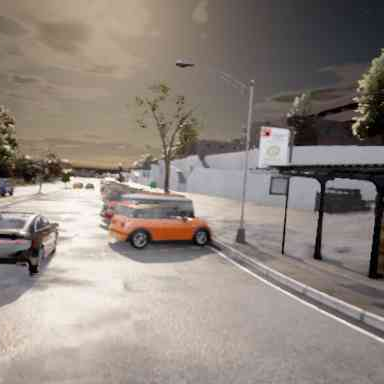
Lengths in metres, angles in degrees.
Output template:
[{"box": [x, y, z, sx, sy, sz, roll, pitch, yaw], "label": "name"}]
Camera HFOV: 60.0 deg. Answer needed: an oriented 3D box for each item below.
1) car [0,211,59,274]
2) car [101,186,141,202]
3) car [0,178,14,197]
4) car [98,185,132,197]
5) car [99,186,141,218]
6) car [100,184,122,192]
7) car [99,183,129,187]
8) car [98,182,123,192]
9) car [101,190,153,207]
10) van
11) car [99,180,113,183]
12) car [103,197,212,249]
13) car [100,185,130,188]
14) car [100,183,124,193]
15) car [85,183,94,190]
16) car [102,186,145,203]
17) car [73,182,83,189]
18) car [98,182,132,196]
[{"box": [-5.210, 1.331, 9.936, 2.128, 1.511, 4.902, 4, -1, -14], "label": "car"}, {"box": [-9.274, 0.230, 43.761, 4.553, 1.767, 2.185, 4, 1, -36], "label": "car"}, {"box": [-22.013, -0.573, 37.961, 2.150, 2.045, 5.566, 3, 2, -15], "label": "car"}, {"box": [-13.466, -0.181, 58.100, 5.366, 1.575, 1.946, 4, 1, -36], "label": "car"}, {"box": [-2.801, 1.038, 20.629, 5.566, 2.045, 2.435, 4, 2, -35], "label": "car"}, {"box": [-19.802, -0.927, 81.338, 4.792, 1.488, 2.163, 4, 1, -36], "label": "car"}, {"box": [-5.971, 0.569, 32.245, 5.566, 2.045, 2.435, 3, 1, -36], "label": "car"}, {"box": [-20.594, -1.319, 84.218, 5.566, 2.045, 2.435, 3, 1, -36], "label": "car"}, {"box": [-6.803, 0.731, 35.140, 4.792, 1.488, 2.163, 4, 1, -36], "label": "car"}, {"box": [-2.091, 1.176, 17.677, 4.442, 1.987, 1.878, 4, 2, -35], "label": "van"}, {"box": [-10.843, -0.110, 49.571, 5.566, 2.045, 2.435, 4, 1, -36], "label": "car"}, {"box": [-1.265, 1.397, 14.823, 4.553, 1.767, 2.185, 4, 1, -35], "label": "car"}, {"box": [-3.555, 0.923, 23.568, 5.566, 2.045, 2.435, 3, 1, -36], "label": "car"}, {"box": [-18.159, -0.870, 75.551, 4.553, 1.767, 2.185, 4, 1, -36], "label": "car"}, {"box": [-26.140, -1.565, 85.110, 2.097, 1.767, 4.553, 3, 1, -16], "label": "car"}, {"box": [-8.406, 0.347, 40.905, 4.553, 1.767, 2.185, 4, 1, -36], "label": "car"}, {"box": [-29.023, -1.603, 84.273, 1.882, 1.535, 5.008, 3, 1, -16], "label": "car"}, {"box": [-14.131, -0.517, 61.074, 5.566, 2.045, 2.435, 4, 1, -36], "label": "car"}]
